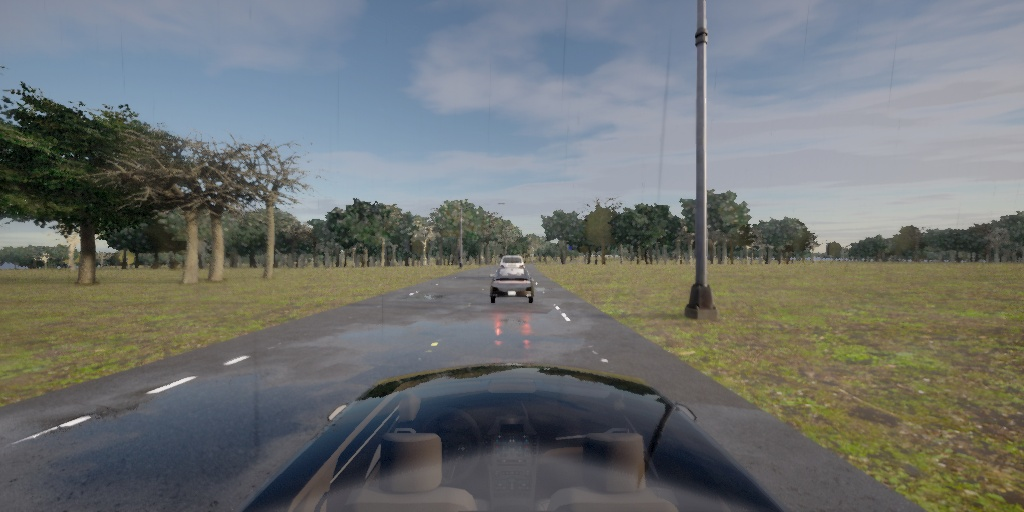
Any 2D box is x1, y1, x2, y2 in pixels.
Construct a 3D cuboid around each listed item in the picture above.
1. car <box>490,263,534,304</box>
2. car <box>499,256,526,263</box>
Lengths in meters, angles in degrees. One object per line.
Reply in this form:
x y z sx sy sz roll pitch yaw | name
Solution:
0.000 1.245 16.499 2.128 1.511 4.902 0 0 0 | car
0.033 1.008 31.514 2.150 2.045 5.566 0 0 1 | car
